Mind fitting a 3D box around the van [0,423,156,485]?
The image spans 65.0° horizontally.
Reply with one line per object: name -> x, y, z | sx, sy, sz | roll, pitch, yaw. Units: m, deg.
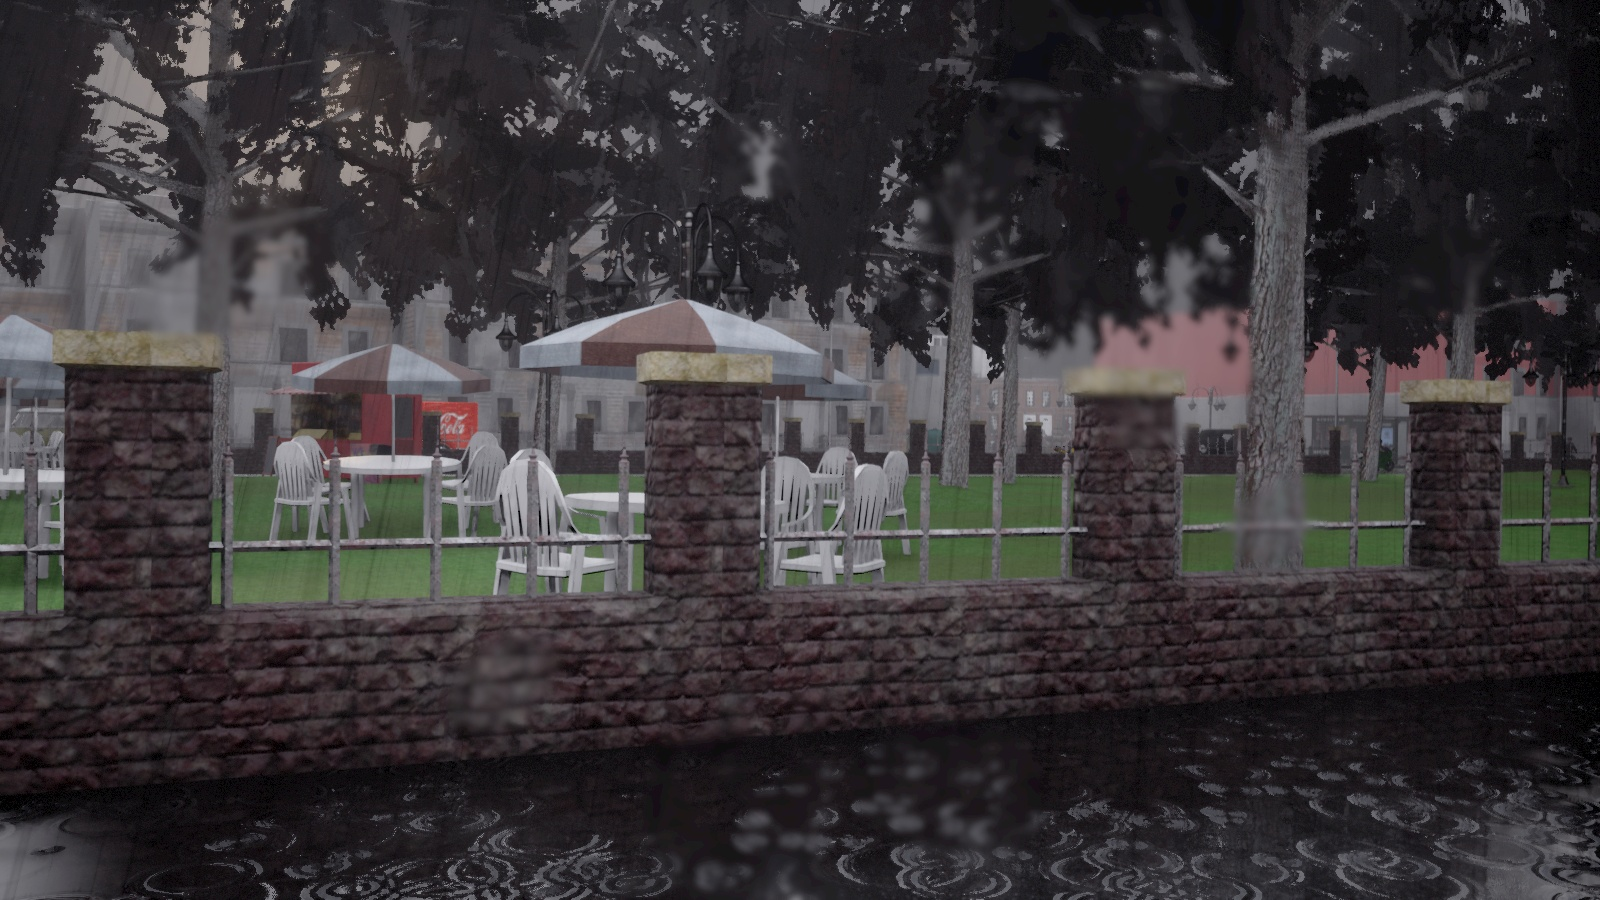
van -> -24.565, 0.103, 42.829 | 4.442, 1.987, 1.775 | -1, 1, -21

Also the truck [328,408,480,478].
truck -> -14.717, -0.279, 46.584 | 5.204, 2.467, 2.627 | -1, 1, -21

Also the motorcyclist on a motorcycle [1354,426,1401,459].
motorcyclist on a motorcycle -> 26.726, -0.346, 58.098 | 2.044, 1.523, 0.797 | -1, 1, -21

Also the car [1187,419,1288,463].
car -> 19.242, -0.424, 55.252 | 3.866, 1.878, 1.905 | -1, 1, -21
